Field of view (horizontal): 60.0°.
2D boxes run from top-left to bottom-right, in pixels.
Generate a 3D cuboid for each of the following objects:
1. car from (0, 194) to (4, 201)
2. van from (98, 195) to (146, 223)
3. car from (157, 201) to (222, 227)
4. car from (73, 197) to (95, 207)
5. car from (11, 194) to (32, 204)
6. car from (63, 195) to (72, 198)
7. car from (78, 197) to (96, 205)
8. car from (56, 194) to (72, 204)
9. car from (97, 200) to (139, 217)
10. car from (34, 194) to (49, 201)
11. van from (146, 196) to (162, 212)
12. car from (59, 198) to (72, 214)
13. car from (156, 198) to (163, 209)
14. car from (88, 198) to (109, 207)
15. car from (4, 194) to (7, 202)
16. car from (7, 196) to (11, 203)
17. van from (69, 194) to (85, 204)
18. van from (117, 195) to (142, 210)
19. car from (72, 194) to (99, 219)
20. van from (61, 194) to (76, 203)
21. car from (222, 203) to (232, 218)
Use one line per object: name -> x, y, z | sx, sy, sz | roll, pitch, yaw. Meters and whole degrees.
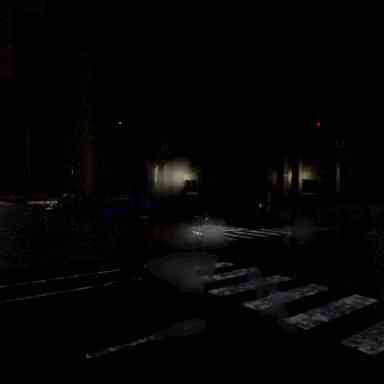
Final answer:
car -> -41.614, 1.530, 75.559 | 1.947, 1.339, 4.313 | 0, 0, -36
van -> -5.268, 1.314, 24.774 | 1.690, 1.788, 3.998 | 0, 0, -36
car -> -0.259, 1.549, 22.421 | 1.994, 1.385, 4.181 | 0, 0, -37
car -> -16.311, 1.505, 50.192 | 1.812, 1.442, 4.674 | 0, 0, -35
car -> -31.702, 1.514, 61.708 | 2.008, 1.369, 4.403 | 0, 0, -36
car -> -14.217, 1.449, 41.882 | 1.882, 1.535, 5.008 | 0, 0, -36
car -> -18.162, 1.570, 57.438 | 1.802, 1.307, 4.206 | 0, 0, -36
car -> -22.317, 1.527, 58.497 | 2.033, 1.411, 5.357 | 0, 0, -36
car -> -7.240, 1.524, 32.099 | 2.033, 1.411, 5.357 | 0, 0, -37
car -> -37.987, 1.305, 85.140 | 2.192, 1.841, 5.009 | 0, 0, -36
van -> -4.945, 1.332, 38.971 | 1.690, 1.788, 3.998 | 0, 0, -36
car -> -11.877, 1.548, 34.007 | 1.802, 1.307, 4.206 | 0, 0, -36
car -> -1.641, 1.577, 34.353 | 1.802, 1.307, 4.206 | 0, 0, -36
car -> -14.858, 1.570, 52.820 | 1.802, 1.307, 4.206 | 0, 0, -36
car -> -38.211, 1.489, 70.804 | 1.752, 1.417, 4.829 | 0, 0, -36
car -> -35.005, 1.404, 66.325 | 1.967, 1.590, 4.097 | 0, 0, -36
van -> -21.466, 1.329, 62.055 | 1.690, 1.788, 3.998 | 0, 0, -36
van -> -8.249, 1.330, 43.587 | 1.690, 1.788, 3.998 | 0, 0, -36
car -> -8.572, 1.284, 29.391 | 2.192, 1.841, 5.009 | 0, 0, -36
van -> -24.770, 1.330, 66.672 | 1.690, 1.788, 3.998 | 0, 0, -36
car -> 1.663, 1.549, 29.736 | 2.008, 1.369, 4.403 | 0, 0, -36
